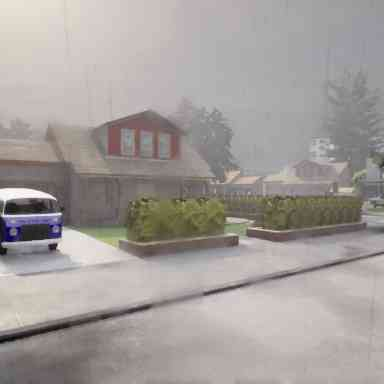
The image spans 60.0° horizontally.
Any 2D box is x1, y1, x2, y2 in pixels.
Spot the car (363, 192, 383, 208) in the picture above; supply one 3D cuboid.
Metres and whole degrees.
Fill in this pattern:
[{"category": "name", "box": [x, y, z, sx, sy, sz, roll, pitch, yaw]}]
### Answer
[{"category": "car", "box": [22.997, 0.991, 40.721, 3.866, 1.878, 1.905, 0, 0, -1]}]
